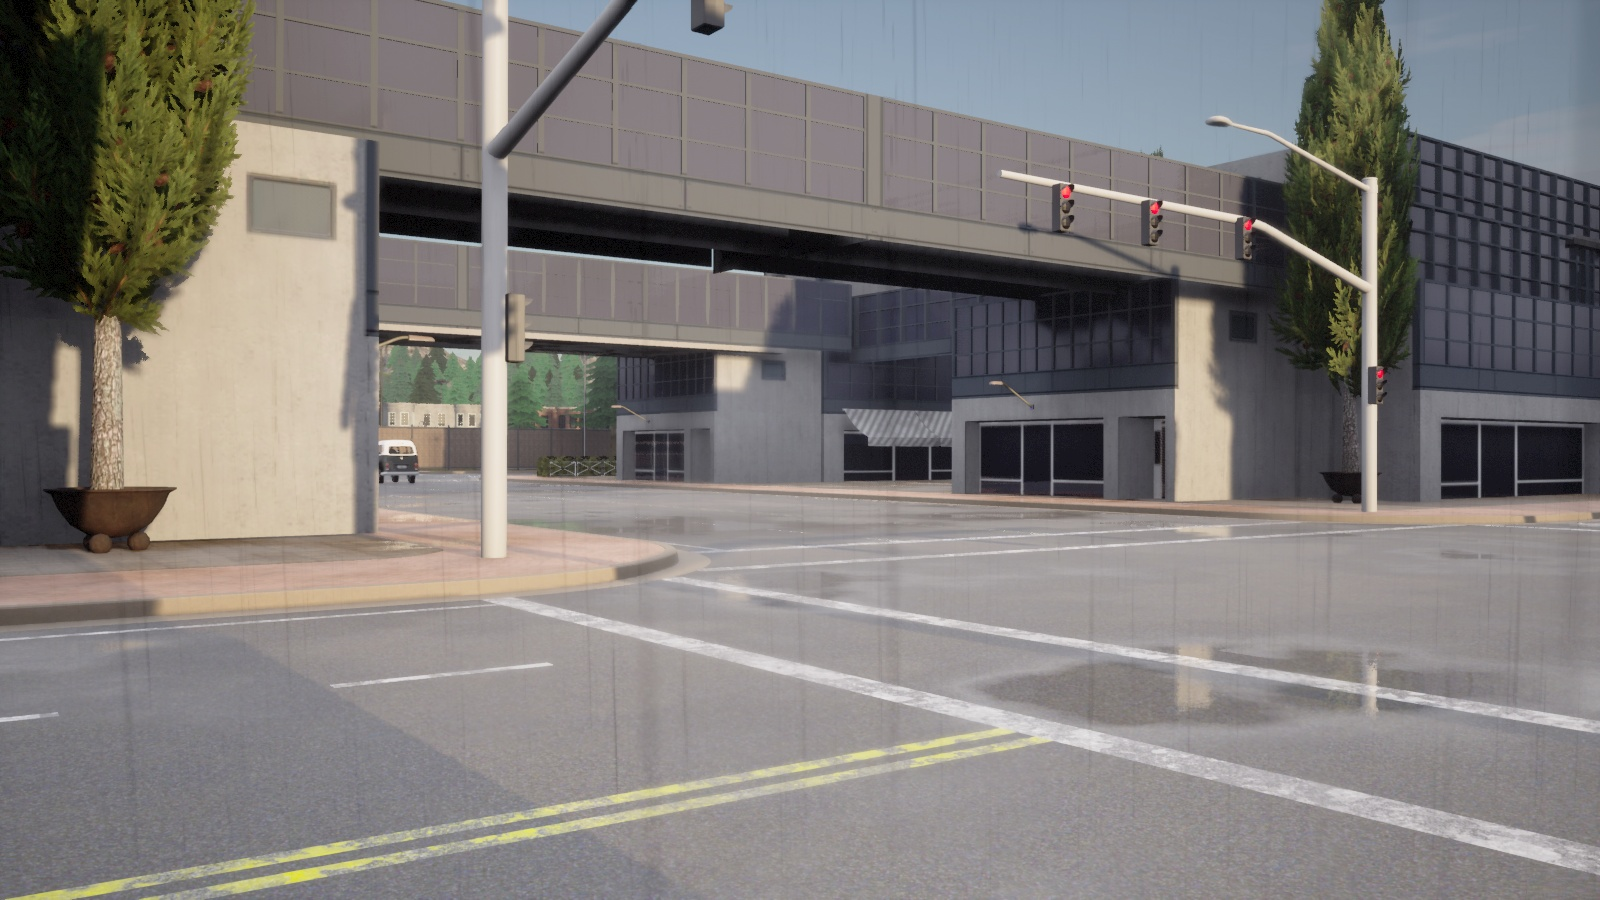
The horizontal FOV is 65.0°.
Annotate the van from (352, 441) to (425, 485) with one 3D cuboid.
[{"bbox_3d":[-19.884,0.650,60.525,2.069,2.038,4.480,0,-1,-36],"label":"van"}]
